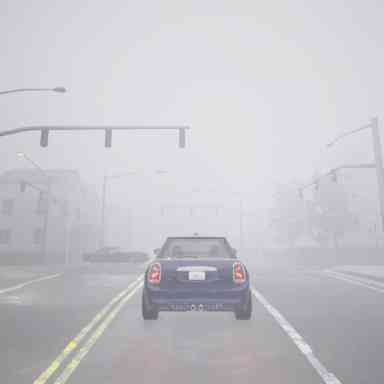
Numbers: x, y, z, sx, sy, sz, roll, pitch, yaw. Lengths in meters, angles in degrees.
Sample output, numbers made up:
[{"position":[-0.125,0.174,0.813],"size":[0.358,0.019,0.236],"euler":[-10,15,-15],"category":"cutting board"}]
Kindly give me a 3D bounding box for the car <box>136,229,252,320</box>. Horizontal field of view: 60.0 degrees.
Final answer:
[{"position":[0.088,1.808,8.246],"size":[2.097,1.767,4.553],"euler":[0,-7,0],"category":"car"}]

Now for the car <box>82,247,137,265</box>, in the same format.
[{"position":[-5.536,4.751,24.675],"size":[4.718,1.301,1.895],"euler":[0,-12,1],"category":"car"}]
